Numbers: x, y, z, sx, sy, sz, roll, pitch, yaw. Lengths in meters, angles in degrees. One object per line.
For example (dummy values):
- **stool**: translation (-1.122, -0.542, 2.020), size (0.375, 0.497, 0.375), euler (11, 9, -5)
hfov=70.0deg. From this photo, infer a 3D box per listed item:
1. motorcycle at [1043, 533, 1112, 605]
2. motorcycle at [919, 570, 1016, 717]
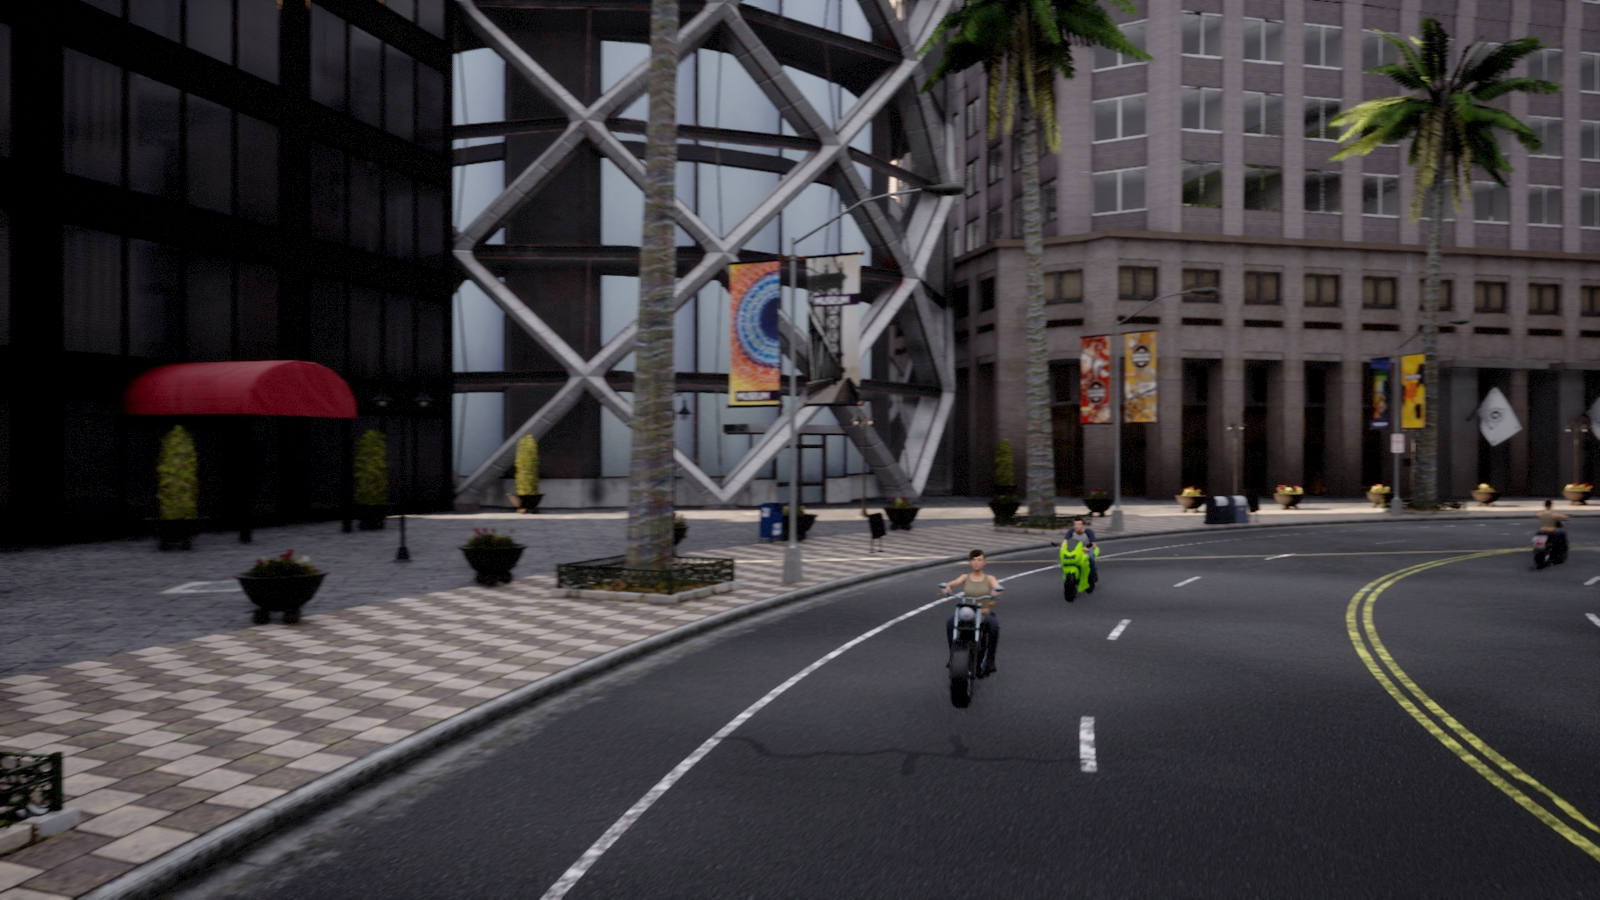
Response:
- **motorcycle**: translation (5.279, 2.220, 21.645), size (0.803, 1.145, 2.033), euler (0, 0, 28)
- **motorcycle**: translation (1.992, 2.173, 13.292), size (0.764, 1.277, 2.356), euler (1, 0, 17)
